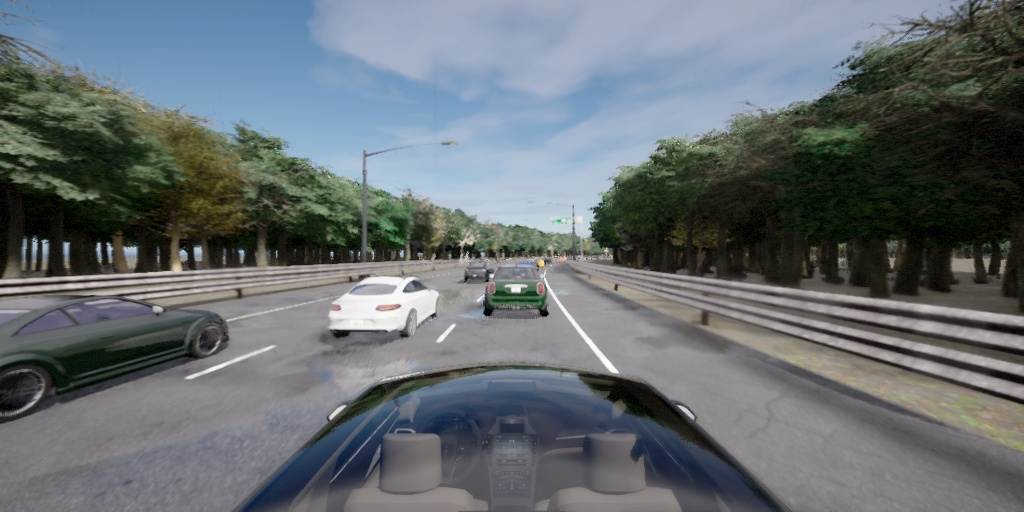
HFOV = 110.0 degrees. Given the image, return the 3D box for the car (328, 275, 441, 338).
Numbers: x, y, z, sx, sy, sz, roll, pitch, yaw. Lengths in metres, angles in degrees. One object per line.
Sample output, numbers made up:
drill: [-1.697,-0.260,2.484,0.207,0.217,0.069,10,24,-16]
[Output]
car: [-3.281,1.259,9.976,1.812,1.442,4.674,0,0,1]

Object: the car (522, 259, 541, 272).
car: [2.619,1.193,47.048,2.128,1.511,4.902,0,0,7]

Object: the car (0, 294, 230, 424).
car: [-6.845,1.292,5.695,1.994,1.385,4.181,0,0,1]

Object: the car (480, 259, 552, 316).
car: [0.192,1.091,13.501,2.097,1.767,4.553,0,0,2]

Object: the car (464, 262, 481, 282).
car: [-2.497,1.211,27.987,2.128,1.511,4.902,0,0,4]
